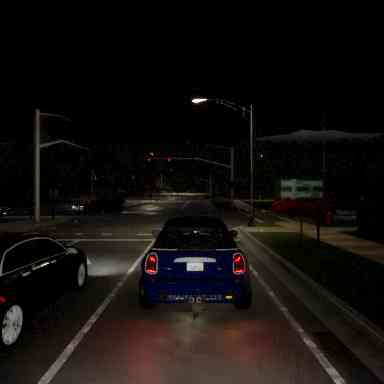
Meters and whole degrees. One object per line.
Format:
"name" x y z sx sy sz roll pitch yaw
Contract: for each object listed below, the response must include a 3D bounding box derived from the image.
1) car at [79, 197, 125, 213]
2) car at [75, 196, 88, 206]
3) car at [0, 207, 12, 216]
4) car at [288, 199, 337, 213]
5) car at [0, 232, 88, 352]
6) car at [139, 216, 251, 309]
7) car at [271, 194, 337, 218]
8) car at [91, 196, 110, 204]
"car" -9.779 1.564 36.795 4.181 1.385 1.994 0 0 0
"car" -17.941 1.477 55.685 1.882 1.535 5.008 0 0 1
"car" -18.920 1.601 29.870 4.718 1.301 1.895 0 0 0
"car" 13.190 1.525 36.627 4.674 1.442 1.812 0 0 0
"car" -3.440 1.505 6.145 1.837 1.490 4.892 0 0 0
"car" 0.070 1.352 8.049 2.097 1.767 4.553 0 0 0
"car" 9.898 1.221 29.628 5.566 2.045 2.150 0 0 1
"car" -17.786 1.491 64.875 2.128 1.511 4.902 0 0 1
